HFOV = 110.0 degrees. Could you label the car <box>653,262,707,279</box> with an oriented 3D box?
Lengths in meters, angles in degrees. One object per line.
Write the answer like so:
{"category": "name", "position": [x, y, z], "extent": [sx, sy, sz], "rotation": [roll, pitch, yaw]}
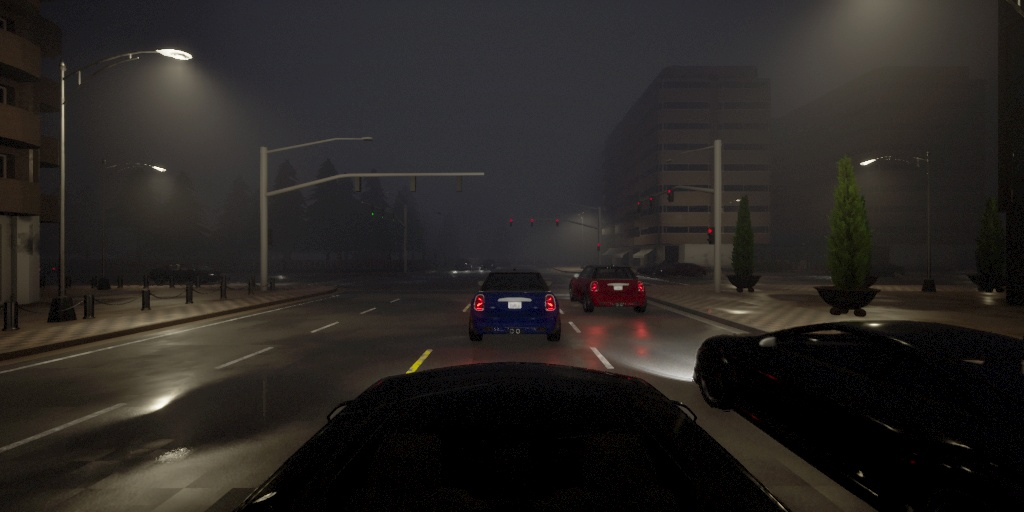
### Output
{"category": "car", "position": [15.489, 1.330, 33.108], "extent": [4.674, 1.442, 1.812], "rotation": [0, 0, 0]}

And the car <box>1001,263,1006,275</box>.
{"category": "car", "position": [52.893, 1.132, 36.675], "extent": [5.566, 2.045, 2.150], "rotation": [0, 0, 0]}

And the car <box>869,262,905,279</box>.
{"category": "car", "position": [33.225, 1.282, 33.184], "extent": [5.008, 1.535, 1.882], "rotation": [0, 0, 0]}

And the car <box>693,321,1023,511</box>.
{"category": "car", "position": [3.605, 1.314, 3.470], "extent": [1.994, 1.385, 4.181], "rotation": [0, 0, 0]}

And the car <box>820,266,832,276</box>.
{"category": "car", "position": [34.421, 1.309, 36.688], "extent": [4.892, 1.490, 1.837], "rotation": [0, 0, 0]}

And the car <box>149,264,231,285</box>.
{"category": "car", "position": [-23.022, 1.296, 25.736], "extent": [4.902, 1.511, 2.128], "rotation": [0, 0, 0]}

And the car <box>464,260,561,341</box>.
{"category": "car", "position": [0.078, 1.102, 10.012], "extent": [2.097, 1.767, 4.553], "rotation": [0, 0, 0]}

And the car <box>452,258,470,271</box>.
{"category": "car", "position": [-6.855, 1.101, 49.605], "extent": [2.097, 1.767, 4.553], "rotation": [0, 0, 3]}

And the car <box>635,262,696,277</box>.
{"category": "car", "position": [15.632, 1.352, 36.668], "extent": [5.357, 1.411, 2.033], "rotation": [0, 0, 2]}

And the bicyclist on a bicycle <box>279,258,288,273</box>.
{"category": "bicyclist on a bicycle", "position": [-25.635, 1.105, 40.208], "extent": [0.582, 1.620, 1.656], "rotation": [0, 0, 0]}

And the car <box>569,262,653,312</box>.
{"category": "car", "position": [3.598, 1.102, 14.242], "extent": [2.097, 1.767, 4.553], "rotation": [0, 0, 0]}

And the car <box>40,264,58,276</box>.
{"category": "car", "position": [-49.538, 1.352, 36.265], "extent": [5.357, 1.411, 2.033], "rotation": [0, 0, 0]}
